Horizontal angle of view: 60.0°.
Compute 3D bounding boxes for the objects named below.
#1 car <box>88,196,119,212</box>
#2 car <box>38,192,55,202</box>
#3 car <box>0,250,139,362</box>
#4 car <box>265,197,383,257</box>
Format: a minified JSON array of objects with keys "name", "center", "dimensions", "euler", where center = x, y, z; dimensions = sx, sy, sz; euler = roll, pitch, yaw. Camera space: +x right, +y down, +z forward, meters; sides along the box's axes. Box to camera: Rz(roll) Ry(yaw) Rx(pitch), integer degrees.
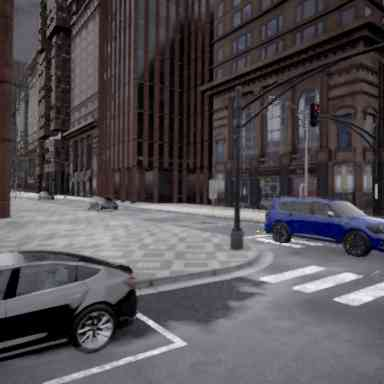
[{"name":"car","center":[-9.110,1.180,33.970],"dimensions":[1.837,1.490,4.892],"euler":[1,1,-36]},{"name":"car","center":[-23.812,0.722,54.381],"dimensions":[1.837,1.490,4.892],"euler":[1,0,-36]},{"name":"car","center":[-2.850,1.569,4.613],"dimensions":[4.313,1.339,1.947],"euler":[1,0,-35]},{"name":"car","center":[5.536,1.278,13.640],"dimensions":[2.150,2.045,5.566],"euler":[1,0,-36]}]
